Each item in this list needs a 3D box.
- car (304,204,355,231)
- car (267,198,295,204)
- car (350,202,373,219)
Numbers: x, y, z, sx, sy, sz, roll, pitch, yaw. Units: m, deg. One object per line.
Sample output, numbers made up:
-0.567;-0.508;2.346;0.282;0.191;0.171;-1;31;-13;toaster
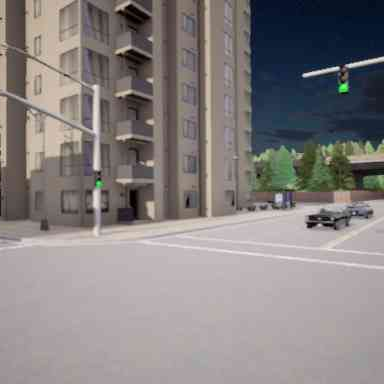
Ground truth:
8.840;1.658;21.503;1.895;1.301;4.718;-1;0;36;car
15.623;1.666;58.691;4.902;1.511;2.128;-1;0;37;car
14.784;1.621;29.639;1.994;1.385;4.181;-1;0;36;car
